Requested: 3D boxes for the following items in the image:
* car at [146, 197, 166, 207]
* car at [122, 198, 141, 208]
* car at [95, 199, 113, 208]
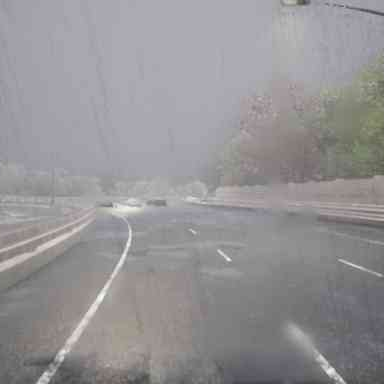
[{"bbox_3d":[-5.660,1.537,51.757,1.882,1.535,5.008,0,0,-27],"label":"car"},{"bbox_3d":[-9.315,1.629,51.238,1.812,1.442,4.674,0,0,-28],"label":"car"},{"bbox_3d":[-13.892,1.720,52.232,1.994,1.385,4.181,-1,0,-29],"label":"car"}]
